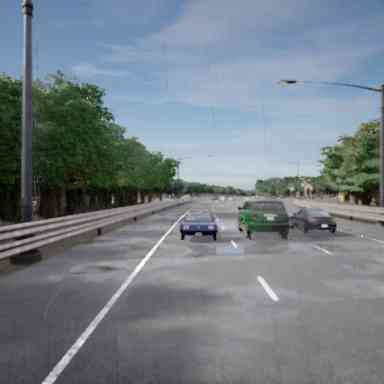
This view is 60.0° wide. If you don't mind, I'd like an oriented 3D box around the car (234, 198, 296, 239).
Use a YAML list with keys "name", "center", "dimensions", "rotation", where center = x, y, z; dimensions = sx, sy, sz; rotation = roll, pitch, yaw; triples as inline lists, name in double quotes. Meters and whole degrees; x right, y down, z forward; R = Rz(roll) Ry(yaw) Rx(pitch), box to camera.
- name: "car"
  center: [3.881, 1.417, 18.838]
  dimensions: [2.150, 2.045, 5.566]
  rotation: [0, -1, 1]

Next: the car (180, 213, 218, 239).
- name: "car"
  center: [0.370, 1.787, 18.397]
  dimensions: [1.895, 1.301, 4.718]
  rotation: [0, -1, 1]

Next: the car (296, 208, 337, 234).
- name: "car"
  center: [7.448, 1.746, 20.810]
  dimensions: [1.812, 1.442, 4.674]
  rotation: [0, -1, 2]
